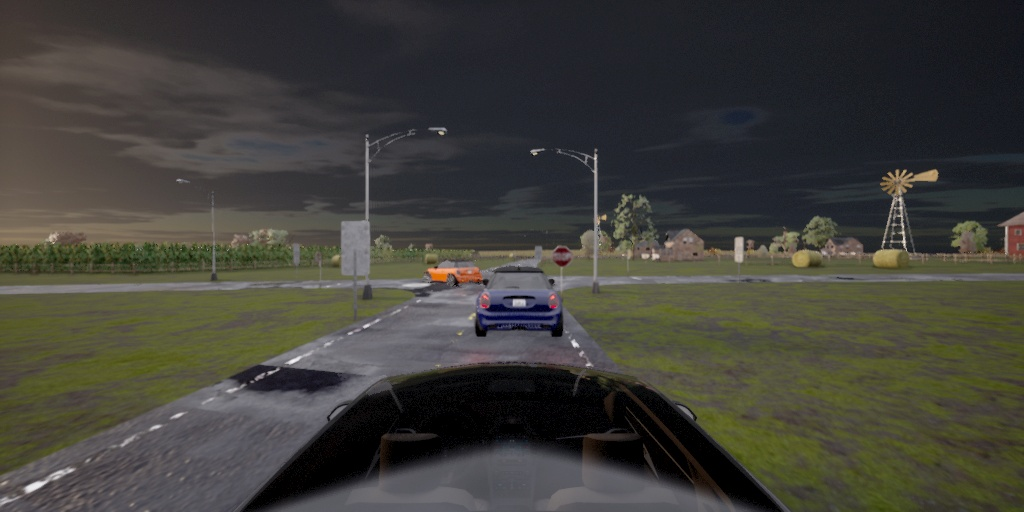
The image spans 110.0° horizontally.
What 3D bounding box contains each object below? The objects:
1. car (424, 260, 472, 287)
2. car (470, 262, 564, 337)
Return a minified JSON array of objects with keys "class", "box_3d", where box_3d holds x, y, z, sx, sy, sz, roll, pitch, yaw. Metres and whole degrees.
[{"class":"car","box_3d":[-4.102,1.025,24.193,2.097,1.767,4.553,-3,2,-42]},{"class":"car","box_3d":[0.185,1.063,10.255,2.097,1.767,4.553,0,0,1]}]
